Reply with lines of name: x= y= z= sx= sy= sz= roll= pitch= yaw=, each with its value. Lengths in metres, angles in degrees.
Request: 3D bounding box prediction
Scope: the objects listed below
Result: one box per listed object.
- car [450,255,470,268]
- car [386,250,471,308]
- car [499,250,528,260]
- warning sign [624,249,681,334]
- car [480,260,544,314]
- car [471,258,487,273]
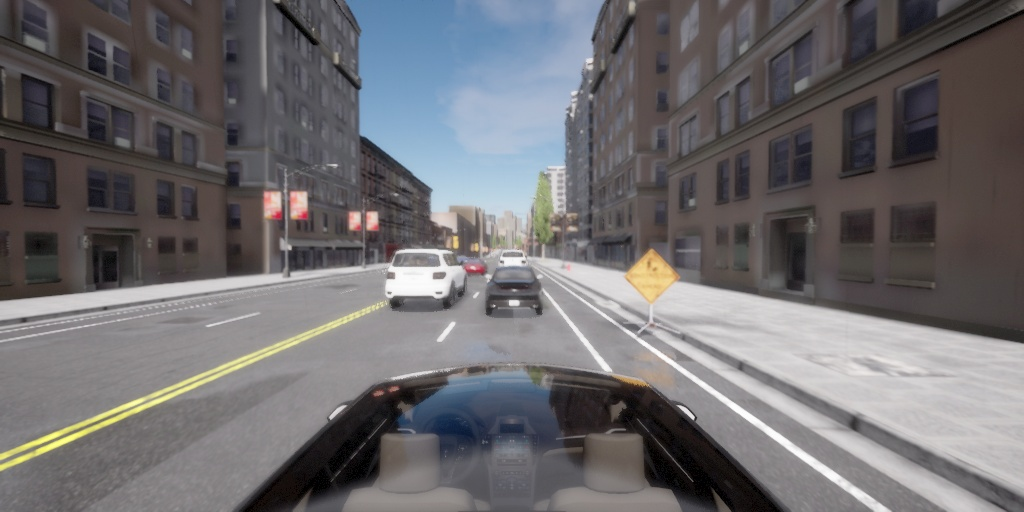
car: x=-6.588 y=0.664 z=46.054 sx=1.812 sy=1.442 sz=4.674 roll=0 pitch=1 yaw=0
car: x=-3.167 y=0.774 z=14.227 sx=2.150 sy=2.045 sz=5.566 roll=0 pitch=1 yaw=0
car: x=0.082 y=0.559 z=29.297 sx=2.150 sy=2.045 sz=5.566 roll=0 pitch=1 yaw=0
warning sign: x=3.224 y=0.761 z=8.349 sx=1.300 sy=1.860 sz=1.060 roll=0 pitch=0 yaw=0
car: x=0.077 y=1.080 z=12.899 sx=1.837 sy=1.490 sz=4.892 roll=0 pitch=1 yaw=0
car: x=-3.165 y=0.879 z=31.003 sx=1.994 sy=1.385 sz=4.181 roll=0 pitch=1 yaw=0
